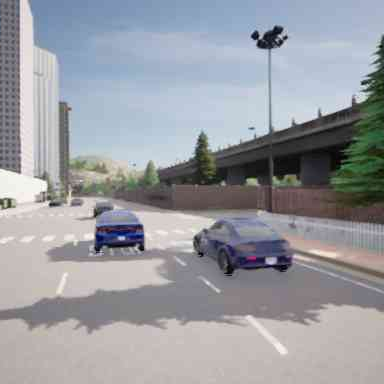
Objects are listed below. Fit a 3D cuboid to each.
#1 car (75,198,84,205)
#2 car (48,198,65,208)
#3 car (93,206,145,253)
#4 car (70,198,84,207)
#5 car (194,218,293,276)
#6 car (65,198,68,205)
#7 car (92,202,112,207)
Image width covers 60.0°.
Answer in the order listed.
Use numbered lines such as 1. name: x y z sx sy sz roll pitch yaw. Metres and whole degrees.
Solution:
1. car: -25.066 2.082 74.269 1.895 1.301 4.718 0 0 -17
2. car: -23.828 2.018 58.041 1.895 1.301 4.718 0 0 -16
3. car: -3.201 1.559 14.350 1.882 1.535 5.008 0 -1 -16
4. car: -20.483 1.898 59.048 1.837 1.490 4.892 0 0 -16
5. car: 1.414 1.554 10.507 1.812 1.442 4.674 0 0 -14
6. car: -28.434 2.051 73.311 2.033 1.411 5.357 0 0 -17
7. car: -8.610 1.739 32.378 1.837 1.490 4.892 0 0 -17
